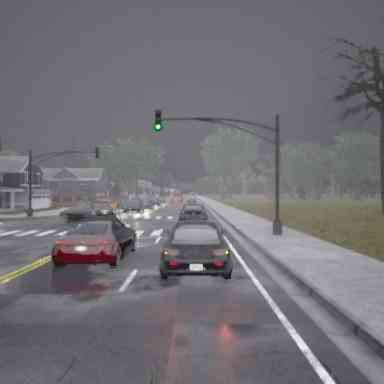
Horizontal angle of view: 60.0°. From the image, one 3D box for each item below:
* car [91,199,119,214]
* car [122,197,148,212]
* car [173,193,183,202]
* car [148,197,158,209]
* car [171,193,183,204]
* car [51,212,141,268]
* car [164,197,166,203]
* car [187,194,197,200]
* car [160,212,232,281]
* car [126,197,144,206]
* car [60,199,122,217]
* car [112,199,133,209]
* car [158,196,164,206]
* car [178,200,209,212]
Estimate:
[{"bbox_3d":[-9.849,1.564,38.075,1.882,1.535,5.008,0,0,-1],"label":"car"},{"bbox_3d":[-6.593,1.591,38.032,1.837,1.490,4.892,0,0,0],"label":"car"},{"bbox_3d":[-3.245,1.228,78.689,2.150,2.045,5.566,0,0,0],"label":"car"},{"bbox_3d":[-6.588,1.593,47.405,2.128,1.511,4.902,0,0,0],"label":"car"},{"bbox_3d":[-3.246,1.487,68.623,2.097,1.767,4.553,0,0,0],"label":"car"},{"bbox_3d":[-3.152,1.592,11.478,1.994,1.385,4.181,0,0,0],"label":"car"},{"bbox_3d":[-6.496,1.631,68.882,1.837,1.490,4.892,0,0,0],"label":"car"},{"bbox_3d":[0.004,1.693,68.653,1.994,1.385,4.181,0,0,0],"label":"car"},{"bbox_3d":[0.101,1.551,9.852,1.812,1.442,4.674,0,0,0],"label":"car"},{"bbox_3d":[-9.789,1.609,57.605,2.128,1.511,4.902,0,0,1],"label":"car"},{"bbox_3d":[-7.410,1.410,23.511,4.553,1.767,2.097,0,0,41],"label":"car"},{"bbox_3d":[-9.830,1.665,47.227,1.994,1.385,4.181,0,0,1],"label":"car"},{"bbox_3d":[-6.546,1.682,57.409,1.994,1.385,4.181,0,0,1],"label":"car"},{"bbox_3d":[0.090,1.563,22.909,1.837,1.490,4.892,0,0,0],"label":"car"}]
